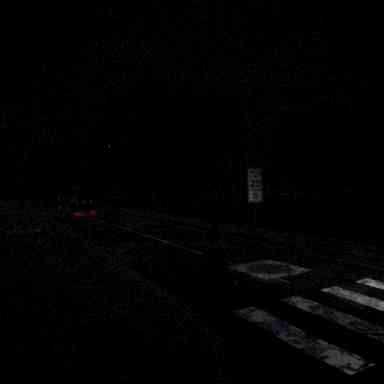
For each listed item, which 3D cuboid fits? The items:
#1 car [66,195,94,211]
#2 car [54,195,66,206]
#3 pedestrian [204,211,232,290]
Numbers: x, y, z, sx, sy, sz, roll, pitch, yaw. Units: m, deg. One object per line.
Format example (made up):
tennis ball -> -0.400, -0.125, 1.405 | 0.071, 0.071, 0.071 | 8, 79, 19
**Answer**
car -> -13.052, 1.216, 39.059 | 2.097, 1.767, 4.553 | -2, 1, -29
car -> -20.335, 1.246, 52.385 | 2.097, 1.767, 4.553 | -2, 1, -29
pedestrian -> 0.571, 1.259, 7.512 | 0.375, 1.860, 0.375 | -1, 1, -29
